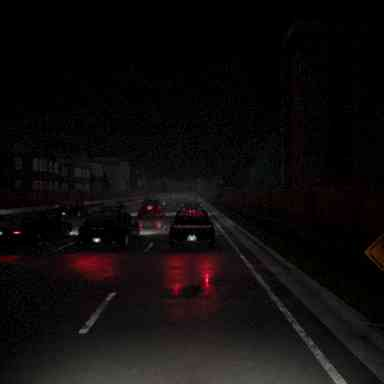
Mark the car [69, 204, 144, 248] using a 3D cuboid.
[{"bbox_3d":[-3.500,1.516,14.650,1.837,1.490,4.892,0,0,0],"label":"car"}]

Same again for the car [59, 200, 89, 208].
[{"bbox_3d":[-10.500,1.516,29.650,1.837,1.490,4.892,0,0,0],"label":"car"}]

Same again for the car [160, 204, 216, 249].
[{"bbox_3d":[0.000,1.494,14.650,2.128,1.511,4.902,0,0,0],"label":"car"}]

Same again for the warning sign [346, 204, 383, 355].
[{"bbox_3d":[3.050,1.114,4.648,1.300,1.860,1.060,0,0,0],"label":"warning sign"}]

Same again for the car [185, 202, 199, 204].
[{"bbox_3d":[0.000,1.572,29.650,1.994,1.385,4.181,0,0,0],"label":"car"}]

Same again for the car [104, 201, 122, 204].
[{"bbox_3d":[-7.000,1.532,29.650,1.812,1.442,4.674,0,0,0],"label":"car"}]

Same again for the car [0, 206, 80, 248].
[{"bbox_3d":[-7.000,1.562,14.650,2.033,1.411,5.357,0,0,0],"label":"car"}]

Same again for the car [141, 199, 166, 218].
[{"bbox_3d":[-3.500,1.366,29.620,2.097,1.767,4.553,0,0,0],"label":"car"}]
